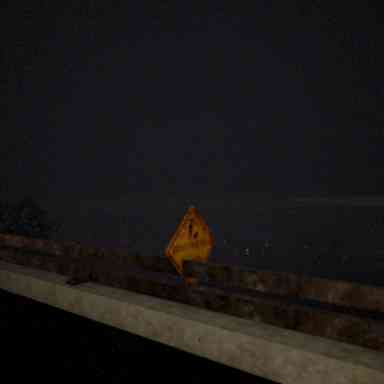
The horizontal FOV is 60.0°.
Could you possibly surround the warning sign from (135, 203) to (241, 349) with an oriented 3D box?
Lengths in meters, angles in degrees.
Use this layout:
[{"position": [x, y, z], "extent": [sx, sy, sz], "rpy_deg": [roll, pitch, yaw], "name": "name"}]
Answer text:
[{"position": [-0.027, 1.129, 5.189], "extent": [1.060, 1.860, 1.300], "rpy_deg": [0, 0, 36], "name": "warning sign"}]
